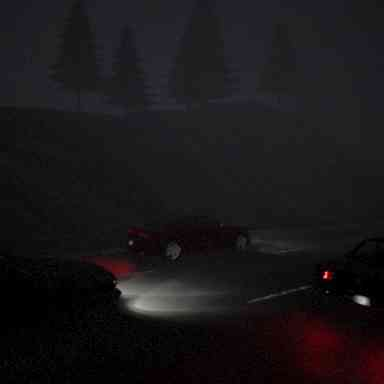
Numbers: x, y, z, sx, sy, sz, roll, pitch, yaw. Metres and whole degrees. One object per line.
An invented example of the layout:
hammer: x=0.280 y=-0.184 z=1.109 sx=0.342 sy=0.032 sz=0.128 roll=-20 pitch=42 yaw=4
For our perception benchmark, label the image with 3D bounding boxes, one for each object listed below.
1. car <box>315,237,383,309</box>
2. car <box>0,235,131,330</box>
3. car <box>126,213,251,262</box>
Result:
car: x=4.825 y=1.640 z=7.188 sx=4.718 sy=1.301 sz=1.895 roll=0 pitch=0 yaw=-36
car: x=-3.914 y=1.546 z=5.254 sx=5.357 sy=1.411 sz=2.033 roll=0 pitch=0 yaw=-36
car: x=0.002 y=1.512 z=12.345 sx=5.008 sy=1.535 sz=1.882 roll=0 pitch=0 yaw=-36
